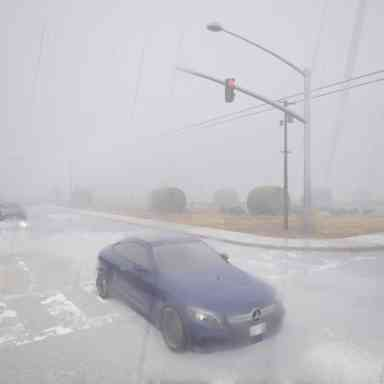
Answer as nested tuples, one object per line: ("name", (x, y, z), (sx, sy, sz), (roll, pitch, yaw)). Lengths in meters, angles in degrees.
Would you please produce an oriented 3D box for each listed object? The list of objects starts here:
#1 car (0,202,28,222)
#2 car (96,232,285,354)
("car", (-14.722, 1.556, 27.077), (2.033, 1.411, 5.357), (0, 0, -35))
("car", (-0.420, 1.577, 6.427), (1.812, 1.442, 4.674), (0, 1, -35))
